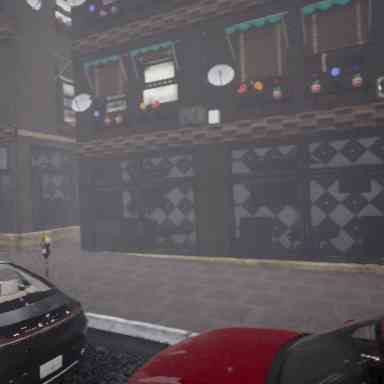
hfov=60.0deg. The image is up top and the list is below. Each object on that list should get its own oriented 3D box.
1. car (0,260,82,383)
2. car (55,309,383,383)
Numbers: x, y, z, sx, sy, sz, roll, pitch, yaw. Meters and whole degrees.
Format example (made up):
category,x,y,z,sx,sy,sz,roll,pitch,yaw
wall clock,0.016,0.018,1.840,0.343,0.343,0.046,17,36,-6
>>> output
category,x,y,z,sx,sy,sz,roll,pitch,yaw
car,-3.402,1.562,4.309,4.403,1.369,2.008,-1,-1,25
car,1.606,1.484,1.961,4.507,1.381,1.887,-1,-1,25
